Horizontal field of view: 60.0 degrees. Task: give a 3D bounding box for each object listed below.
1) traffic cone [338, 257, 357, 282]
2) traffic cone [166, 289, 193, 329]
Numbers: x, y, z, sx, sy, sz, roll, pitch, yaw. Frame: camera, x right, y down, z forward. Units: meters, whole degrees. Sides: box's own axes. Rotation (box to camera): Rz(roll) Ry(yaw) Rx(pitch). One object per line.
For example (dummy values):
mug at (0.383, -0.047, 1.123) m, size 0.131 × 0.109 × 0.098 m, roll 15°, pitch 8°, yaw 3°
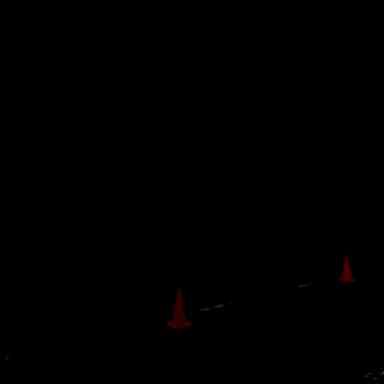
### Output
traffic cone at (3.962, 1.956, 8.496) m, size 0.340 × 0.580 × 0.340 m, roll 0°, pitch 0°, yaw -34°
traffic cone at (-0.213, 1.952, 5.660) m, size 0.340 × 0.580 × 0.340 m, roll 0°, pitch 0°, yaw -35°
